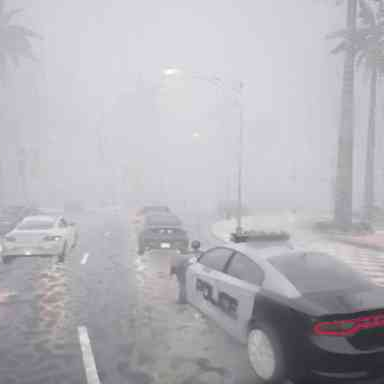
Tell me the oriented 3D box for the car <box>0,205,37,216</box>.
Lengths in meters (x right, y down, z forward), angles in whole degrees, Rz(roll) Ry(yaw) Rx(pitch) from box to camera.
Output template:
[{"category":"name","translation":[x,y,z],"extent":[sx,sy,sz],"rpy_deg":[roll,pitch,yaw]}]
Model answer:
[{"category":"car","translation":[-9.831,1.502,18.454],"extent":[2.128,1.511,4.902],"rpy_deg":[1,-1,-2]}]

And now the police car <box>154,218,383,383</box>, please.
[{"category":"police car","translation":[1.085,1.510,5.826],"extent":[1.930,1.638,5.238],"rpy_deg":[1,-1,-23]}]

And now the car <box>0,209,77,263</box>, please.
[{"category":"car","translation":[-5.327,1.555,12.011],"extent":[1.812,1.442,4.674],"rpy_deg":[1,-1,-13]}]

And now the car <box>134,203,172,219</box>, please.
[{"category":"car","translation":[-3.760,1.826,32.807],"extent":[1.994,1.385,4.181],"rpy_deg":[1,-1,21]}]

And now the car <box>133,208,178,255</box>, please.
[{"category":"car","translation":[-1.375,1.626,13.965],"extent":[1.837,1.490,4.892],"rpy_deg":[1,-1,-11]}]

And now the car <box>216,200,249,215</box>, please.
[{"category":"car","translation":[4.981,1.848,40.206],"extent":[2.097,1.767,4.553],"rpy_deg":[1,-1,41]}]

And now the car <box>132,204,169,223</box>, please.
[{"category":"car","translation":[-1.990,1.511,19.035],"extent":[2.097,1.767,4.553],"rpy_deg":[1,-1,-3]}]
